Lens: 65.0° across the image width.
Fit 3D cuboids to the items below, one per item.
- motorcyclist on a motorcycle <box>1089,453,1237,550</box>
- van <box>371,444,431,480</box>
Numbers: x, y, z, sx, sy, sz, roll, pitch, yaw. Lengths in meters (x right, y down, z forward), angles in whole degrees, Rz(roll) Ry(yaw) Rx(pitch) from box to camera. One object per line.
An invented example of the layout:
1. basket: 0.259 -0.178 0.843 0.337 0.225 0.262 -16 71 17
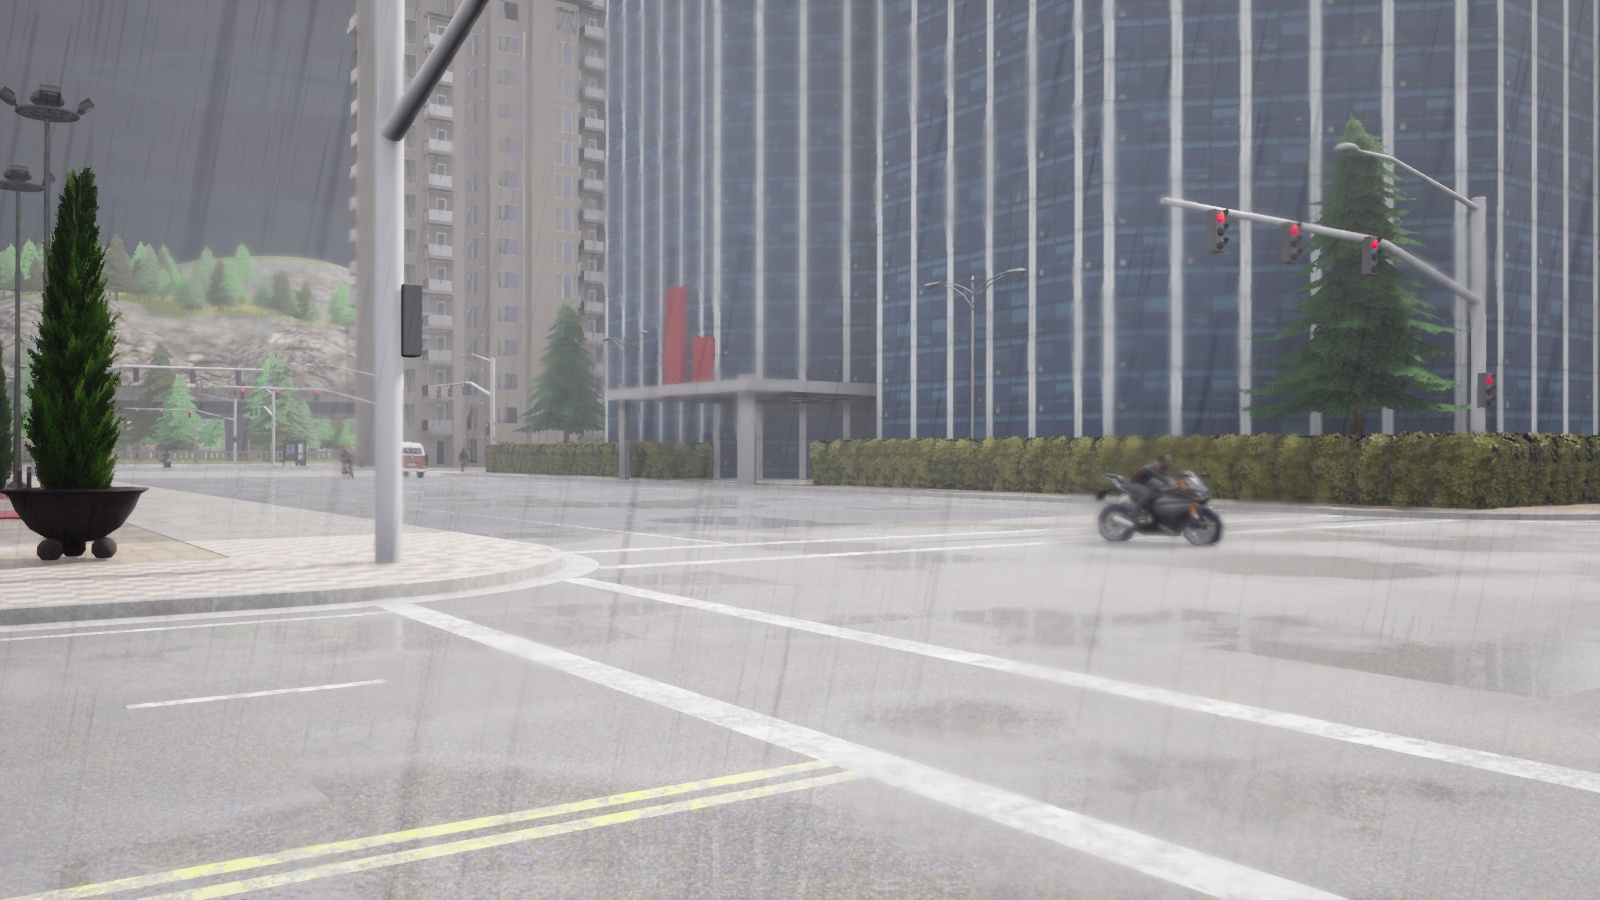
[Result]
1. motorcyclist on a motorcycle: 5.971 0.818 20.746 2.191 1.530 0.866 0 -1 43
2. van: -23.235 0.696 73.072 2.069 2.038 4.480 0 0 -35
